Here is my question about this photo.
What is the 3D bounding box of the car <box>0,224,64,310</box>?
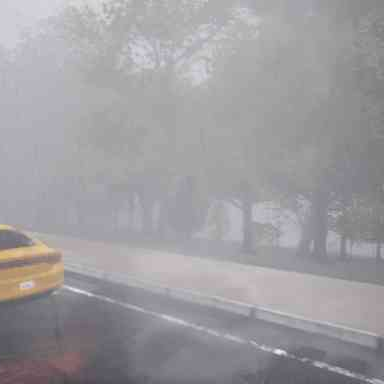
[{"bbox_3d":[-4.790,1.402,7.134,5.008,1.535,1.882,1,0,36],"label":"car"}]
